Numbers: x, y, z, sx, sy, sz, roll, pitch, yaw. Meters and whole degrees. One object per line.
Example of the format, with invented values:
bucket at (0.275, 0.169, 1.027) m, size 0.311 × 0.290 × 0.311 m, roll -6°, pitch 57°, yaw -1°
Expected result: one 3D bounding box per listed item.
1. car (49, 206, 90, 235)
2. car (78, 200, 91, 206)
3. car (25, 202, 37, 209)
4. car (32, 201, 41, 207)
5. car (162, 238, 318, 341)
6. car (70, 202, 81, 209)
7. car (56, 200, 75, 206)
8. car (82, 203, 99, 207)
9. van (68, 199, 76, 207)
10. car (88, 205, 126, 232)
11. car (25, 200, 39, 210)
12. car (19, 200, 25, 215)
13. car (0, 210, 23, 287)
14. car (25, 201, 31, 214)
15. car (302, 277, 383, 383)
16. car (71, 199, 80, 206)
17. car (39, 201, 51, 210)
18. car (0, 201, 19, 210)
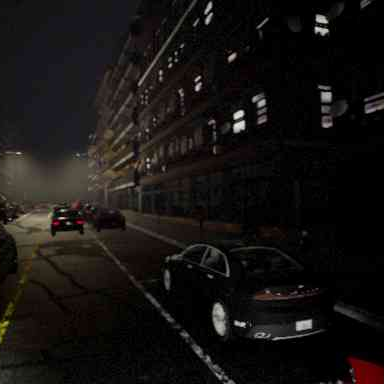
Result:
car at (-7.840, 1.828, 20.916) m, size 2.033 × 1.411 × 5.357 m, roll -1°, pitch 0°, yaw -22°
car at (-9.649, 1.842, 32.150) m, size 1.967 × 1.590 × 4.097 m, roll 1°, pitch -1°, yaw -22°
car at (-31.479, 2.634, 65.144) m, size 1.887 × 1.381 × 4.507 m, roll 1°, pitch -1°, yaw -22°
car at (-37.691, 2.951, 80.528) m, size 1.802 × 1.307 × 4.206 m, roll 1°, pitch -1°, yaw -22°
car at (0.696, 1.583, 6.505) m, size 2.008 × 1.369 × 4.403 m, roll 1°, pitch -1°, yaw -22°
car at (-22.113, 2.480, 62.903) m, size 1.802 × 1.307 × 4.206 m, roll 0°, pitch -1°, yaw -22°
car at (-15.254, 2.063, 39.337) m, size 1.837 × 1.490 × 4.892 m, roll -1°, pitch -1°, yaw -22°
car at (-7.586, 1.869, 27.017) m, size 1.887 × 1.381 × 4.507 m, roll 1°, pitch -1°, yaw -22°
van at (-28.325, 2.513, 78.292) m, size 1.690 × 1.788 × 3.998 m, roll 0°, pitch -1°, yaw -22°
car at (-5.515, 1.793, 21.890) m, size 1.887 × 1.381 × 4.507 m, roll 1°, pitch -1°, yaw -22°
car at (-29.407, 2.315, 60.019) m, size 2.192 × 1.841 × 5.009 m, roll 1°, pitch -1°, yaw -22°
car at (-19.054, 1.898, 34.381) m, size 2.192 × 1.841 × 5.009 m, roll 1°, pitch -1°, yaw -22°
car at (-5.575, 1.499, 7.929) m, size 2.097 × 1.767 × 4.553 m, roll -1°, pitch 0°, yaw -20°
car at (-23.197, 2.310, 44.634) m, size 1.947 × 1.339 × 4.313 m, roll 1°, pitch -1°, yaw -22°
car at (2.767, 1.509, 1.377) m, size 1.887 × 1.381 × 4.507 m, roll 1°, pitch -1°, yaw -22°
car at (-13.829, 1.875, 42.393) m, size 2.192 × 1.841 × 5.009 m, roll 1°, pitch -1°, yaw -22°
car at (-27.729, 2.474, 62.660) m, size 1.882 × 1.535 × 5.008 m, roll -1°, pitch -1°, yaw -22°
car at (-16.984, 1.820, 29.254) m, size 2.192 × 1.841 × 5.009 m, roll 1°, pitch -1°, yaw -22°
